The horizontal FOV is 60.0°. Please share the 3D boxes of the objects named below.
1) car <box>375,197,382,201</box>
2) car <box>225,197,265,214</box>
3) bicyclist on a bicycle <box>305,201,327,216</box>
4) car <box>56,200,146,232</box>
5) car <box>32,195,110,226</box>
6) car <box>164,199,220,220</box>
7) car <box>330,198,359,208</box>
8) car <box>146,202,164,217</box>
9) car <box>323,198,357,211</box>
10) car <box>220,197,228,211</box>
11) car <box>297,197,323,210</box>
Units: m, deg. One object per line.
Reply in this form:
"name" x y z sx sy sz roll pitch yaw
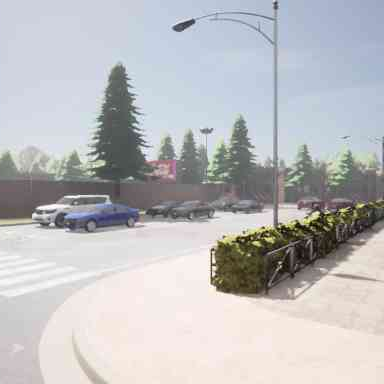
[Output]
"car" 28.729 1.495 48.598 4.902 1.511 2.128 0 0 -30
"car" 6.171 1.560 36.432 2.033 1.411 5.357 0 0 36
"bicyclist on a bicycle" 6.537 1.304 17.483 1.656 1.620 0.582 0 0 36
"car" -5.442 1.490 20.526 1.882 1.535 5.008 0 0 36
"car" -7.985 1.237 22.983 2.150 2.045 5.566 0 0 36
"car" 0.121 1.517 28.174 1.837 1.490 4.892 0 0 36
"car" 22.458 1.572 49.007 4.181 1.385 1.994 0 0 -34
"car" -1.966 1.563 31.268 2.033 1.411 5.357 0 0 36
"car" 17.830 1.484 39.787 1.882 1.535 5.008 0 0 41
"car" 4.055 1.367 39.410 2.097 1.767 4.553 0 0 37
"car" 15.124 1.361 42.028 2.097 1.767 4.553 0 0 41
